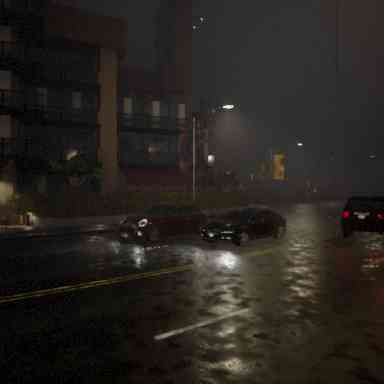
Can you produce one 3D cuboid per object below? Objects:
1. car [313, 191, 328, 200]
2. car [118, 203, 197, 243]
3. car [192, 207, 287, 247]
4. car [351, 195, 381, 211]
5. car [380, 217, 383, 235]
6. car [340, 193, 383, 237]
[{"bbox_3d":[34.339,1.210,86.109,2.185,1.767,4.553,0,0,-24],"label":"car"},{"bbox_3d":[-1.328,1.340,16.273,4.553,1.767,2.097,0,0,-44],"label":"car"},{"bbox_3d":[2.496,1.495,15.105,4.892,1.490,1.837,0,0,-45],"label":"car"},{"bbox_3d":[21.779,1.333,41.802,2.097,1.767,4.553,0,0,11],"label":"car"},{"bbox_3d":[7.562,1.502,10.034,4.892,1.490,1.837,0,1,-44],"label":"car"},{"bbox_3d":[9.411,1.214,17.035,2.150,2.045,5.566,0,0,41],"label":"car"}]
